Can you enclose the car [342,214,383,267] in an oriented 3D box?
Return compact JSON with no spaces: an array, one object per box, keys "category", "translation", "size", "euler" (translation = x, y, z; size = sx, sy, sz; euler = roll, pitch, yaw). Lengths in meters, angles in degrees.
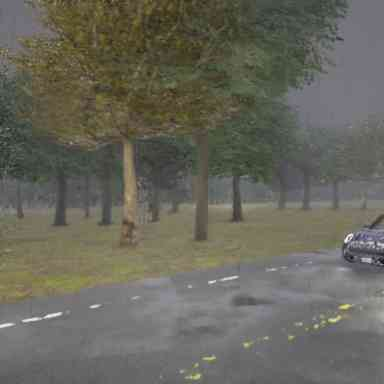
[{"category":"car","translation":[7.240,1.493,11.425],"size":[4.553,1.767,2.097],"euler":[0,-1,-33]}]
